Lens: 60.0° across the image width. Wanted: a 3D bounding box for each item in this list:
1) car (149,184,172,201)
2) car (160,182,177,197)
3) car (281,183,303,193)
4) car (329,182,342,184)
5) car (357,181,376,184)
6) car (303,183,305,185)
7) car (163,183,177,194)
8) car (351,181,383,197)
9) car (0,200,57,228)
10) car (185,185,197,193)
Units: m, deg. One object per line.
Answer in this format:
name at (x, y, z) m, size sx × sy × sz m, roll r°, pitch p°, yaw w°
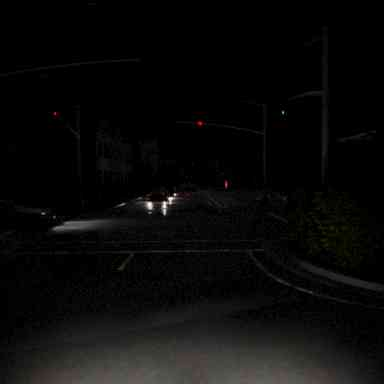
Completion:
car at (-3.718, 0.162, 37.765) m, size 1.882 × 1.535 × 5.008 m, roll -1°, pitch 2°, yaw 0°
car at (-3.741, -0.434, 47.682) m, size 2.150 × 2.045 × 5.566 m, roll -1°, pitch 2°, yaw 0°
car at (15.266, -0.526, 52.071) m, size 2.007 × 1.523 × 4.514 m, roll -1°, pitch 2°, yaw 0°
car at (25.304, -1.035, 59.484) m, size 2.152 × 1.636 × 5.027 m, roll -1°, pitch 2°, yaw 0°
car at (19.013, -0.177, 34.214) m, size 1.905 × 1.878 × 3.866 m, roll -1°, pitch 2°, yaw 0°
car at (18.890, -0.874, 59.132) m, size 1.970 × 1.475 × 3.806 m, roll -1°, pitch 2°, yaw 0°
car at (-3.728, -0.643, 57.572) m, size 2.097 × 1.767 × 4.553 m, roll -1°, pitch 2°, yaw 0°
car at (22.258, -0.462, 42.094) m, size 1.932 × 1.855 × 4.605 m, roll -1°, pitch 2°, yaw 0°
car at (-9.693, 1.137, 17.637) m, size 4.674 × 1.442 × 1.812 m, roll -2°, pitch 2°, yaw -3°
car at (-0.173, -0.546, 58.693) m, size 1.812 × 1.442 × 4.674 m, roll -1°, pitch 2°, yaw 0°
